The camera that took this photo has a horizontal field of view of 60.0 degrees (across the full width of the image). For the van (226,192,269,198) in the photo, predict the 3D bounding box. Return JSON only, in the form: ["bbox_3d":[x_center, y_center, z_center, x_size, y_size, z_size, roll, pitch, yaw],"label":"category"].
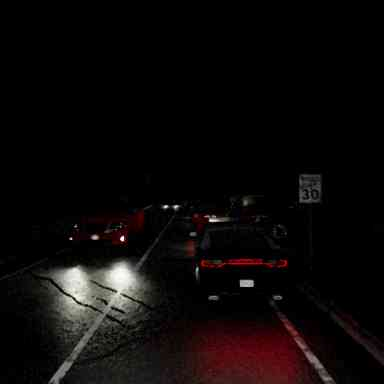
[{"bbox_3d":[5.594,1.229,30.124,4.442,1.987,1.878,0,0,0],"label":"van"}]

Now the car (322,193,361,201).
[{"bbox_3d":[18.743,1.152,41.979,5.566,2.045,2.435,0,0,0],"label":"car"}]

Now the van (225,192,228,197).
[{"bbox_3d":[5.823,1.221,32.925,4.442,1.987,1.878,0,0,0],"label":"van"}]

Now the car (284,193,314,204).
[{"bbox_3d":[18.777,1.135,58.636,4.553,1.767,2.185,0,1,0],"label":"car"}]

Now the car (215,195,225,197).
[{"bbox_3d":[5.699,1.408,41.340,4.892,1.521,2.231,0,0,0],"label":"car"}]

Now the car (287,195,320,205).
[{"bbox_3d":[18.721,1.315,55.860,4.792,1.488,2.163,0,1,0],"label":"car"}]

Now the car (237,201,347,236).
[{"bbox_3d":[5.543,1.465,18.907,5.366,1.575,1.946,0,0,0],"label":"car"}]

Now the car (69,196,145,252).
[{"bbox_3d":[-3.353,1.209,14.271,2.150,2.045,5.566,0,0,0],"label":"car"}]

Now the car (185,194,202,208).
[{"bbox_3d":[0.007,1.420,45.089,2.033,1.411,5.357,0,0,1],"label":"car"}]

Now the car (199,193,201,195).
[{"bbox_3d":[-0.011,1.273,58.234,2.128,1.511,4.902,0,0,0],"label":"car"}]

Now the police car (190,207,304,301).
[{"bbox_3d":[0.973,1.420,8.504,1.930,1.638,5.238,0,0,0],"label":"police car"}]

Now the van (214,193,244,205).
[{"bbox_3d":[5.792,1.088,52.554,4.442,1.987,1.878,0,1,0],"label":"van"}]

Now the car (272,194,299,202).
[{"bbox_3d":[18.738,1.187,66.963,4.892,1.521,2.231,0,1,0],"label":"car"}]

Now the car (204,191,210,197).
[{"bbox_3d":[5.629,0.962,63.766,5.566,2.045,2.435,0,1,0],"label":"car"}]

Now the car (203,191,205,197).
[{"bbox_3d":[5.625,0.937,66.569,5.566,2.045,2.435,0,1,0],"label":"car"}]

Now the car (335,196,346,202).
[{"bbox_3d":[18.751,1.468,36.423,4.792,1.488,2.163,0,0,0],"label":"car"}]

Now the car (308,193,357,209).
[{"bbox_3d":[18.796,1.133,44.756,5.566,2.045,2.435,0,1,0],"label":"car"}]

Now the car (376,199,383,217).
[{"bbox_3d":[18.787,1.461,28.096,4.892,1.521,2.231,0,0,0],"label":"car"}]

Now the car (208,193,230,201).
[{"bbox_3d":[5.618,1.038,69.373,4.553,1.767,2.185,0,1,0],"label":"car"}]

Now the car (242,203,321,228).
[{"bbox_3d":[5.726,1.505,21.710,4.674,1.452,2.002,0,0,0],"label":"car"}]

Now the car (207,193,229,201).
[{"bbox_3d":[5.613,1.013,72.177,4.553,1.767,2.185,0,1,0],"label":"car"}]

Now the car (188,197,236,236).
[{"bbox_3d":[0.971,1.332,18.377,2.097,1.767,4.553,0,0,0],"label":"car"}]

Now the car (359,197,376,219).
[{"bbox_3d":[18.784,1.454,30.874,5.008,1.535,2.097,0,0,0],"label":"car"}]

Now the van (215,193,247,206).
[{"bbox_3d":[5.797,1.113,49.750,4.442,1.987,1.878,0,1,0],"label":"van"}]

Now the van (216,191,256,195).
[{"bbox_3d":[5.805,1.162,44.146,4.442,1.987,1.878,0,0,0],"label":"van"}]

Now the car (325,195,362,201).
[{"bbox_3d":[18.805,1.451,39.206,4.792,1.488,2.163,0,0,0],"label":"car"}]

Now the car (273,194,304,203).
[{"bbox_3d":[18.552,1.208,64.186,5.366,1.575,1.946,0,0,0],"label":"car"}]

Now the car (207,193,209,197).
[{"bbox_3d":[5.660,1.279,60.965,4.674,1.452,2.002,0,1,0],"label":"car"}]

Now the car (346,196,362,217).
[{"bbox_3d":[18.969,1.443,33.651,5.366,1.575,1.946,0,0,0],"label":"car"}]

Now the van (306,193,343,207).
[{"bbox_3d":[18.880,1.134,47.532,4.442,1.987,1.878,0,1,0],"label":"van"}]

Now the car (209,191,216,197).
[{"bbox_3d":[5.656,1.112,46.946,5.566,2.045,2.435,0,1,0],"label":"car"}]

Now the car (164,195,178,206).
[{"bbox_3d":[-3.260,1.304,52.219,1.882,1.535,5.008,0,0,0],"label":"car"}]

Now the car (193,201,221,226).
[{"bbox_3d":[0.970,1.471,24.415,1.837,1.490,4.892,0,0,0],"label":"car"}]

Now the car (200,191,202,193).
[{"bbox_3d":[5.795,0.936,94.603,5.366,1.575,1.946,0,1,0],"label":"car"}]

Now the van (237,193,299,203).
[{"bbox_3d":[5.836,1.236,24.513,4.442,1.987,1.878,0,0,0],"label":"van"}]
